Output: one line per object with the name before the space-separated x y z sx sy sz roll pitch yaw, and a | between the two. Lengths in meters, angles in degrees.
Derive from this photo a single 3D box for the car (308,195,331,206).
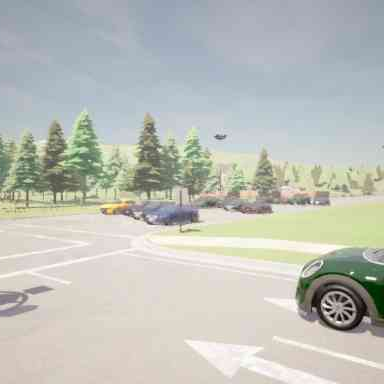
car | 20.715 1.491 53.146 2.128 1.511 4.902 0 0 37

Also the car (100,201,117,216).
car | -6.916 1.475 33.363 1.882 1.535 5.008 0 0 36

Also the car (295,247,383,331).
car | 4.088 1.352 5.374 4.553 1.767 2.097 0 0 36

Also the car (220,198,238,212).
car | 5.441 1.524 38.367 1.812 1.442 4.674 0 0 36

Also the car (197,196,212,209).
car | 1.829 1.348 45.271 2.097 1.767 4.553 0 0 36

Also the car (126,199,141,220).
car | -2.792 1.524 27.152 1.812 1.442 4.674 0 0 36

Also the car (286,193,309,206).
car | 18.162 1.224 55.575 2.150 2.045 5.566 0 0 37

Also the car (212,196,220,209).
car | 5.044 1.504 43.737 1.837 1.490 4.892 0 -1 36

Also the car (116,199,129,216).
car | -4.480 1.561 30.763 1.994 1.385 4.181 0 0 36

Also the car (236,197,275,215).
car | 6.627 1.562 34.069 1.994 1.385 4.181 0 0 36

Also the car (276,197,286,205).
car | 16.603 1.567 59.327 1.994 1.385 4.181 0 0 36

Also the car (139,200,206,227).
car | -1.255 1.524 23.304 1.812 1.442 4.674 0 0 36
